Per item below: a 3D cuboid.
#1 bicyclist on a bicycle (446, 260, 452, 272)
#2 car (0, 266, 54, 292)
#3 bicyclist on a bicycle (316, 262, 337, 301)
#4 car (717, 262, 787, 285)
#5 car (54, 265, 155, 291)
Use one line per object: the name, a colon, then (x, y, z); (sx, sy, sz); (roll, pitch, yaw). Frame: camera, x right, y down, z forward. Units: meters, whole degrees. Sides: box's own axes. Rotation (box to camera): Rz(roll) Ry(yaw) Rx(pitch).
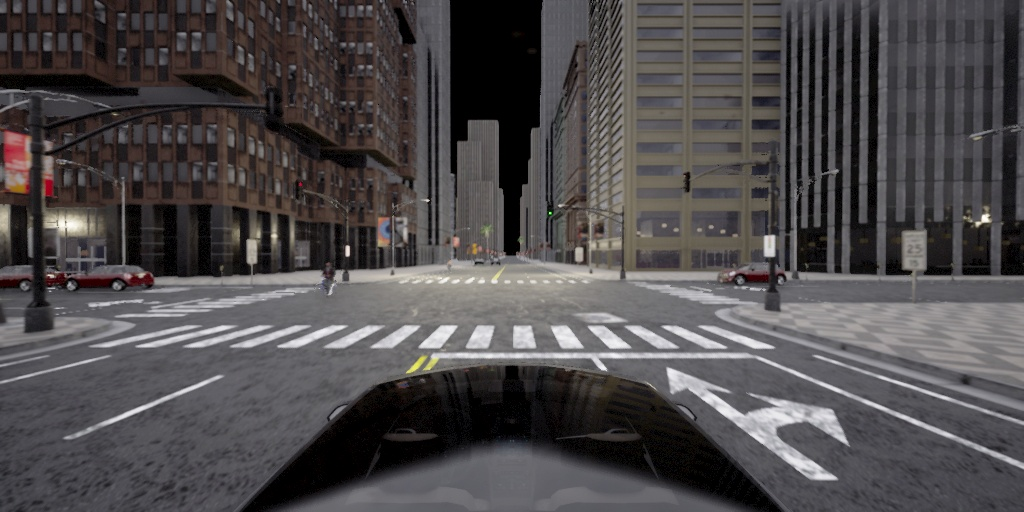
bicyclist on a bicycle: (-8.790, 1.381, 50.212); (0.866, 1.612, 1.509); (0, 0, 0)
car: (-30.151, 1.305, 22.040); (4.097, 1.591, 1.967); (0, 0, 0)
bicyclist on a bicycle: (-8.746, 1.179, 16.895); (0.659, 1.776, 1.843); (0, 0, 0)
car: (16.685, 1.193, 25.162); (4.097, 1.591, 1.967); (0, 0, 0)
car: (-24.726, 1.286, 22.042); (4.097, 1.591, 1.967); (0, 0, 0)
